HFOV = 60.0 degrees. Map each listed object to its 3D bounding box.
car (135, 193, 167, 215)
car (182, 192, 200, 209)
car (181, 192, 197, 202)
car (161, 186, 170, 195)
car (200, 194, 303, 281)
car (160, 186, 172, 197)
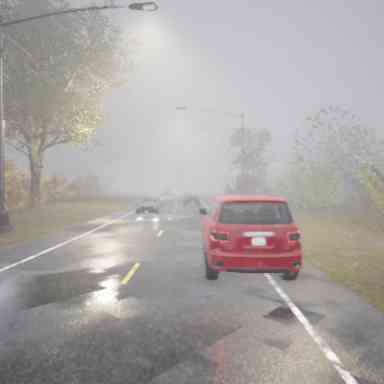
[{"bbox_3d":[-3.456,1.069,27.705,2.033,1.411,5.357,0,1,-1],"label":"car"},{"bbox_3d":[-0.052,0.832,38.801,1.837,1.490,4.892,0,1,-2],"label":"car"},{"bbox_3d":[-0.501,0.687,49.107,2.033,1.411,5.357,0,1,-3],"label":"car"},{"bbox_3d":[-6.770,-0.369,84.196,2.150,2.045,5.566,0,1,-6],"label":"car"},{"bbox_3d":[1.413,1.069,9.542,2.150,2.045,5.566,0,1,1],"label":"car"},{"bbox_3d":[-5.361,-0.033,69.180,2.150,2.045,5.566,0,1,-5],"label":"car"}]
